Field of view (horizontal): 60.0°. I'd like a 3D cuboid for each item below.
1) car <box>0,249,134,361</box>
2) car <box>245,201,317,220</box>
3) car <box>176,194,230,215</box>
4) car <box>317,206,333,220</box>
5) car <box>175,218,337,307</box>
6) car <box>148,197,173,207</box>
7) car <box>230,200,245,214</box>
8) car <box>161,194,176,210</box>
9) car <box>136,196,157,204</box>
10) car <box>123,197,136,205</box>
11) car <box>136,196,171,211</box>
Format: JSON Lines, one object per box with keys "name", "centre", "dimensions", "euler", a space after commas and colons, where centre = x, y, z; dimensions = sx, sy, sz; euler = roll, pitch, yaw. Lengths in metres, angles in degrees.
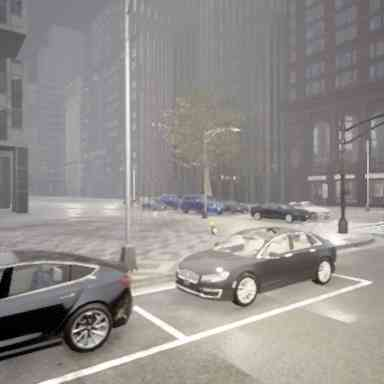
{"name": "car", "centre": [-2.915, 1.565, 4.573], "dimensions": [4.313, 1.339, 1.947], "euler": [0, 0, -36]}
{"name": "car", "centre": [6.849, 1.513, 26.127], "dimensions": [1.882, 1.535, 5.008], "euler": [0, 0, -37]}
{"name": "car", "centre": [1.004, 1.285, 34.286], "dimensions": [2.150, 2.045, 5.566], "euler": [0, 0, -36]}
{"name": "car", "centre": [9.492, 1.541, 28.024], "dimensions": [1.812, 1.442, 4.674], "euler": [0, 0, -33]}
{"name": "car", "centre": [1.673, 1.542, 7.847], "dimensions": [4.403, 1.369, 2.008], "euler": [0, 0, -36]}
{"name": "car", "centre": [-5.214, 1.555, 54.346], "dimensions": [1.882, 1.535, 5.008], "euler": [0, 0, -35]}
{"name": "car", "centre": [3.842, 1.589, 35.911], "dimensions": [2.033, 1.411, 5.357], "euler": [0, 0, -35]}
{"name": "car", "centre": [-2.335, 1.293, 44.541], "dimensions": [2.150, 2.045, 5.566], "euler": [0, 0, -35]}
{"name": "car", "centre": [-8.937, 1.566, 65.055], "dimensions": [1.882, 1.535, 5.008], "euler": [0, 0, -36]}
{"name": "car", "centre": [-11.336, 1.634, 62.823], "dimensions": [1.812, 1.442, 4.674], "euler": [0, 0, -36]}
{"name": "car", "centre": [-5.008, 1.618, 42.686], "dimensions": [1.812, 1.442, 4.674], "euler": [0, 0, -35]}
